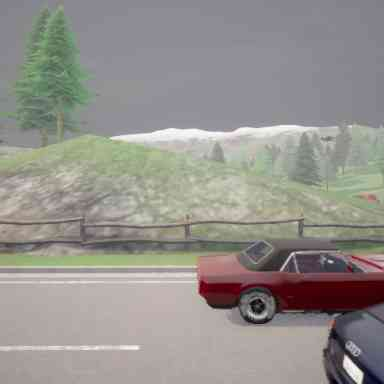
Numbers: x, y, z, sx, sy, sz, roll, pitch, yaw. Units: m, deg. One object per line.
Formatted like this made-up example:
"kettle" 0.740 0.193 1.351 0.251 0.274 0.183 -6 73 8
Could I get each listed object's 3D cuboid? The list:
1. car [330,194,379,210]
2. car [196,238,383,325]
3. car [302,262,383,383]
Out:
"car" 19.717 1.222 40.506 2.150 2.045 5.566 0 0 -36
"car" 2.447 1.601 6.493 4.718 1.301 1.895 0 0 -1
"car" 3.446 1.564 3.006 4.181 1.385 1.994 0 0 0
